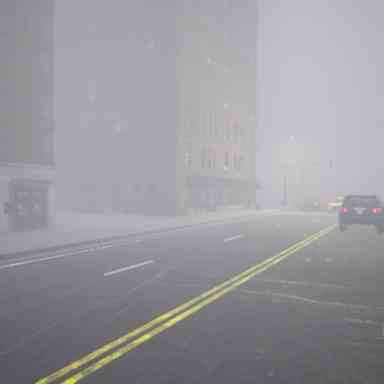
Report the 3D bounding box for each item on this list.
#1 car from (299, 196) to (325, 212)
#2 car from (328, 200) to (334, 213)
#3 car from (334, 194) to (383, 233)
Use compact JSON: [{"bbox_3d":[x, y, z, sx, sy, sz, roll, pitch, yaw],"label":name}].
[{"bbox_3d":[13.824,1.248,38.206,2.097,1.767,4.553,0,0,32],"label":"car"},{"bbox_3d":[15.813,1.387,35.269,1.882,1.535,5.008,0,0,32],"label":"car"},{"bbox_3d":[10.121,1.165,19.587,2.150,2.045,5.566,0,-1,32],"label":"car"}]
